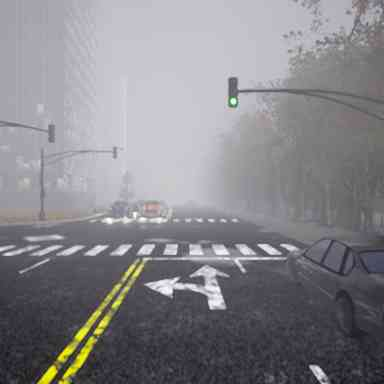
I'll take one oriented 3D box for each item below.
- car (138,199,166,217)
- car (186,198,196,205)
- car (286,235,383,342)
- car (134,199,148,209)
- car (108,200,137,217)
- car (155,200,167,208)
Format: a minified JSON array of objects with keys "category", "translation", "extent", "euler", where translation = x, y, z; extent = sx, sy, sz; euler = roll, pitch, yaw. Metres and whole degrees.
[{"category":"car","translation":[-4.188,1.670,35.385],"extent":[2.097,1.767,4.553],"euler":[0,-1,-3]},{"category":"car","translation":[-0.198,2.234,76.718],"extent":[2.128,1.511,4.902],"euler":[0,-1,-5]},{"category":"car","translation":[3.349,1.566,6.598],"extent":[2.033,1.411,5.357],"euler":[-2,-2,2]},{"category":"car","translation":[-8.525,1.988,56.071],"extent":[1.882,1.535,5.008],"euler":[0,-1,-4]},{"category":"car","translation":[-7.423,1.667,34.992],"extent":[2.097,1.767,4.553],"euler":[0,-1,-3]},{"category":"car","translation":[-5.490,2.092,59.735],"extent":[2.033,1.411,5.357],"euler":[0,-1,-3]}]
